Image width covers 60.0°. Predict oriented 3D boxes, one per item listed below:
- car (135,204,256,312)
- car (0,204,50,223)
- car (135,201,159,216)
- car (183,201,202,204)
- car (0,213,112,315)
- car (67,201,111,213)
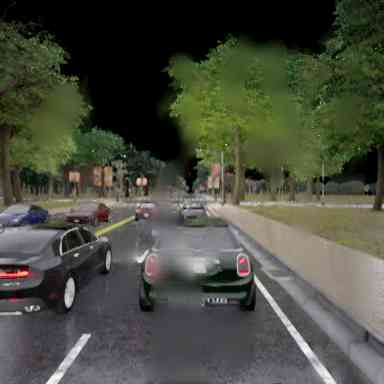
[{"bbox_3d":[0.089,1.319,7.816,2.097,1.767,4.553,0,0,0],"label":"car"},{"bbox_3d":[-9.883,1.447,19.372,1.812,1.442,4.674,0,0,0],"label":"car"},{"bbox_3d":[-3.193,1.427,25.433,1.812,1.442,4.674,0,0,0],"label":"car"},{"bbox_3d":[0.057,1.397,24.214,2.128,1.511,4.902,0,0,0],"label":"car"},{"bbox_3d":[-3.163,1.473,7.544,1.837,1.490,4.892,0,0,0],"label":"car"},{"bbox_3d":[-6.636,1.391,21.627,1.882,1.535,5.008,0,0,0],"label":"car"}]
